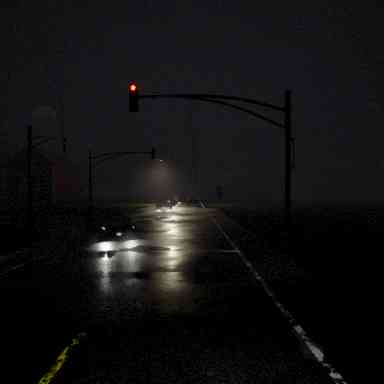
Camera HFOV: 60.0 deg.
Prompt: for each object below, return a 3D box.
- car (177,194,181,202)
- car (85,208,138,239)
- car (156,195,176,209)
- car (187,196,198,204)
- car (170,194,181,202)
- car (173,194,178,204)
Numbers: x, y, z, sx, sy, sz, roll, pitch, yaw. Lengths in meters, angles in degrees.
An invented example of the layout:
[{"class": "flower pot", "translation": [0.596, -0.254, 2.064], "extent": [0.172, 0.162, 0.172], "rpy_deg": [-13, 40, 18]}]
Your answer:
[{"class": "car", "translation": [-3.569, 1.416, 62.505], "extent": [1.882, 1.535, 5.008], "rpy_deg": [0, 0, 1]}, {"class": "car", "translation": [-4.466, 1.542, 17.614], "extent": [2.033, 1.411, 5.357], "rpy_deg": [0, 0, -26]}, {"class": "car", "translation": [-3.596, 1.530, 44.493], "extent": [1.994, 1.385, 4.181], "rpy_deg": [0, 0, 0]}, {"class": "car", "translation": [0.091, 1.447, 61.444], "extent": [1.837, 1.490, 4.892], "rpy_deg": [0, 1, 0]}, {"class": "car", "translation": [-3.509, 1.265, 72.481], "extent": [2.097, 1.767, 4.553], "rpy_deg": [0, 0, 0]}, {"class": "car", "translation": [-3.587, 1.479, 53.153], "extent": [1.812, 1.442, 4.674], "rpy_deg": [0, 0, 0]}]
